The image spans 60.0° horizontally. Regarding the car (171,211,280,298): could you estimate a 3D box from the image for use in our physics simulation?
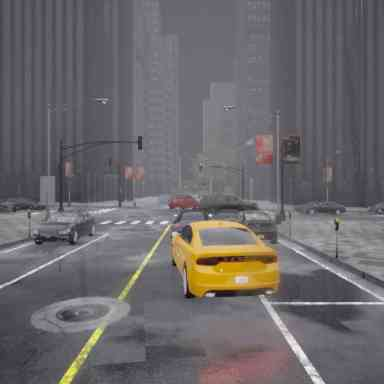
[{"bbox_3d":[0.555,1.478,8.633,1.882,1.535,5.008,0,0,-9],"label":"car"}]

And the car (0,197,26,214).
[{"bbox_3d":[-18.278,1.263,31.002,4.181,1.385,1.994,1,0,0],"label":"car"}]

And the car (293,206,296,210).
[{"bbox_3d":[14.899,1.844,40.859,4.674,1.442,1.812,1,0,2],"label":"car"}]

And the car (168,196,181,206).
[{"bbox_3d":[-2.912,1.495,55.322,1.882,1.535,5.008,0,0,1],"label":"car"}]

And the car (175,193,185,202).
[{"bbox_3d":[-2.665,1.254,75.493,2.150,2.045,5.566,0,0,1],"label":"car"}]

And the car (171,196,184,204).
[{"bbox_3d":[-2.801,1.514,64.897,2.128,1.511,4.902,0,0,1],"label":"car"}]

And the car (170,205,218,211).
[{"bbox_3d":[0.049,1.566,16.168,1.994,1.385,4.181,0,0,0],"label":"car"}]

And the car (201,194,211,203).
[{"bbox_3d":[3.088,1.343,74.199,2.192,1.841,5.009,0,0,1],"label":"car"}]

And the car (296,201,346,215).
[{"bbox_3d":[14.749,1.814,37.599,4.892,1.490,1.837,1,0,1],"label":"car"}]

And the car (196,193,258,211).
[{"bbox_3d":[3.404,1.239,30.931,5.566,2.045,2.150,0,0,0],"label":"car"}]

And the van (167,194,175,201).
[{"bbox_3d":[-5.339,1.376,85.296,1.690,1.788,3.998,0,0,1],"label":"van"}]

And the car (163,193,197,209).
[{"bbox_3d":[-1.086,1.252,42.073,2.150,2.045,5.566,2,0,21],"label":"car"}]

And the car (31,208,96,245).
[{"bbox_3d":[-5.764,1.553,15.479,2.008,1.369,4.403,0,0,0],"label":"car"}]

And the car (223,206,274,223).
[{"bbox_3d":[2.761,1.553,15.477,2.008,1.369,4.403,0,0,0],"label":"car"}]

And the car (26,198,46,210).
[{"bbox_3d":[-17.601,1.266,34.249,5.357,1.411,2.033,1,0,0],"label":"car"}]

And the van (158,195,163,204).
[{"bbox_3d":[-5.534,1.363,63.247,1.690,1.788,3.998,0,0,1],"label":"van"}]

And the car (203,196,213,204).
[{"bbox_3d":[2.992,1.547,63.343,1.752,1.417,4.829,0,0,1],"label":"car"}]

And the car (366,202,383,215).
[{"bbox_3d":[24.110,1.982,40.820,4.902,1.511,2.128,1,0,0],"label":"car"}]

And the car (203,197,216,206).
[{"bbox_3d":[2.941,1.569,57.660,2.008,1.369,4.403,0,0,1],"label":"car"}]

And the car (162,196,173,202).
[{"bbox_3d":[-5.437,1.594,74.271,1.947,1.339,4.313,0,0,1],"label":"car"}]

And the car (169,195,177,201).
[{"bbox_3d":[-5.291,1.583,90.808,1.887,1.381,4.507,0,0,1],"label":"car"}]

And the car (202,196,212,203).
[{"bbox_3d":[3.039,1.575,68.686,2.008,1.369,4.403,0,0,1],"label":"car"}]
